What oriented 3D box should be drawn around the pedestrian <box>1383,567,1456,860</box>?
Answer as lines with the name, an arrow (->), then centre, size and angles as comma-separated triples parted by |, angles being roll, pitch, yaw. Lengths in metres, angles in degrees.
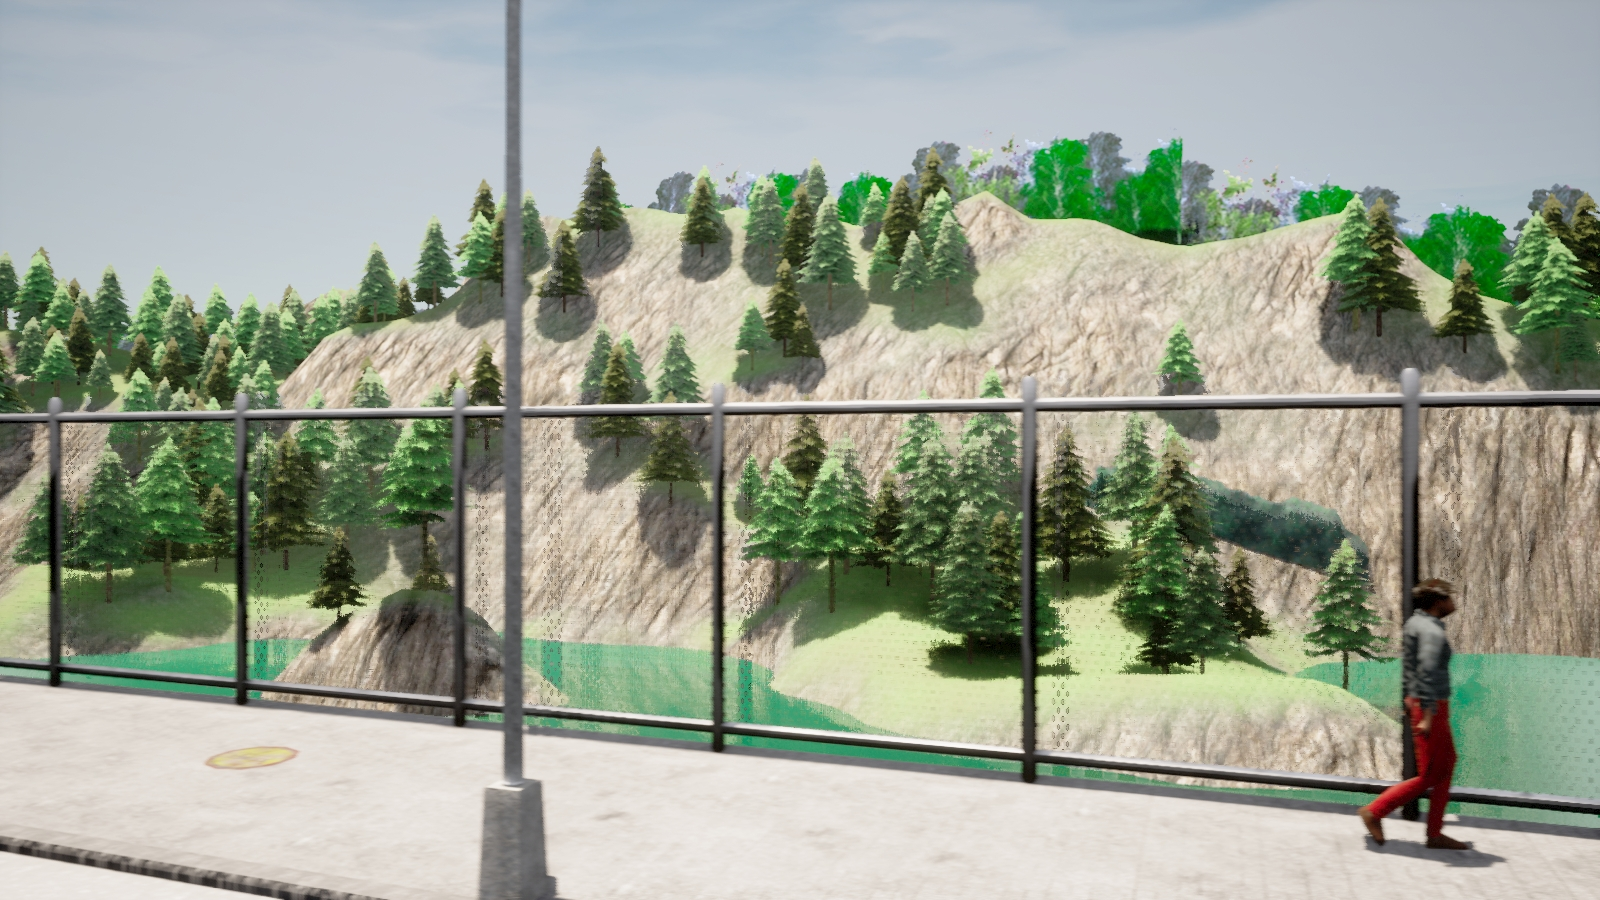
pedestrian -> 4.162, 1.743, 7.695 | 0.375, 1.860, 0.375 | 0, 0, 19
